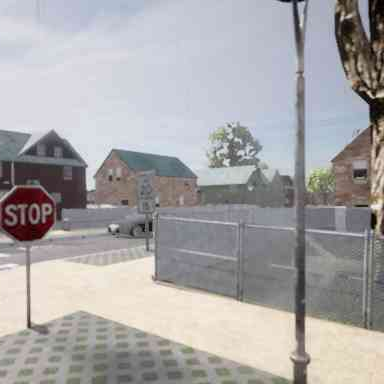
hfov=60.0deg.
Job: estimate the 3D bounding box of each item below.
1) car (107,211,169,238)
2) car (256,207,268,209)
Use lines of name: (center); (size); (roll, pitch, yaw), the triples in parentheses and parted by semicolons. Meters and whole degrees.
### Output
car: (-2.956, 1.887, 20.464); (2.128, 1.511, 4.902); (-2, -3, 35)
car: (7.446, 2.343, 35.102); (1.812, 1.442, 4.674); (-2, -3, 35)
